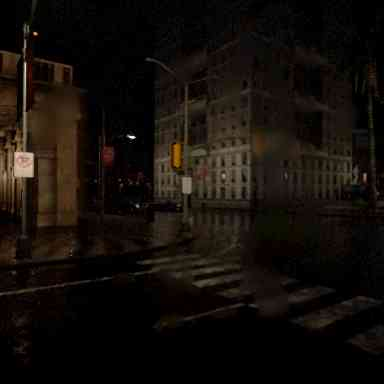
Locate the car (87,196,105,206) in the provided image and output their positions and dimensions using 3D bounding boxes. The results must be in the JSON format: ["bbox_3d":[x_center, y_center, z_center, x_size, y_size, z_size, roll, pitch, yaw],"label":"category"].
[{"bbox_3d":[-16.555,1.482,57.058,2.097,1.767,4.553,0,0,-36],"label":"car"}]

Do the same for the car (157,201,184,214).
[{"bbox_3d":[-2.671,1.695,37.721,1.994,1.385,4.181,0,0,-36],"label":"car"}]

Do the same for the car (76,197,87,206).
[{"bbox_3d":[-19.670,1.614,55.392,1.837,1.490,4.892,0,-1,-36],"label":"car"}]

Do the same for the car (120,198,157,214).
[{"bbox_3d":[-6.126,1.459,36.533,2.097,1.767,4.553,0,0,-36],"label":"car"}]
